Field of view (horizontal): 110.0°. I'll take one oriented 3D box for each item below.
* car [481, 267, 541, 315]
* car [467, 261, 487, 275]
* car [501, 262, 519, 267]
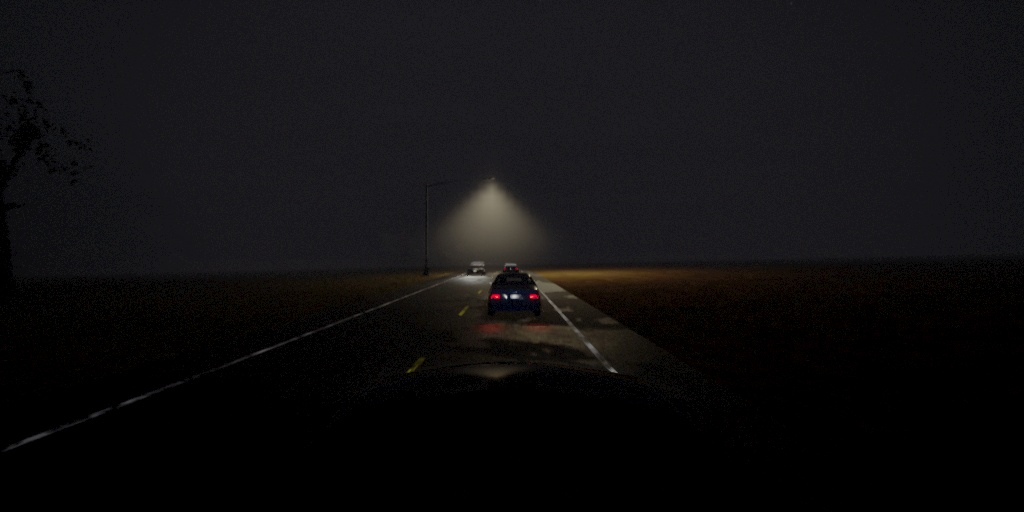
[{"bbox_3d":[0.070,1.322,13.689,2.033,1.411,5.357,0,0,0],"label":"car"},{"bbox_3d":[-3.858,1.333,39.807,2.128,1.511,4.902,0,0,-1],"label":"car"},{"bbox_3d":[-0.164,1.389,39.475,2.033,1.411,5.357,0,0,-1],"label":"car"}]
